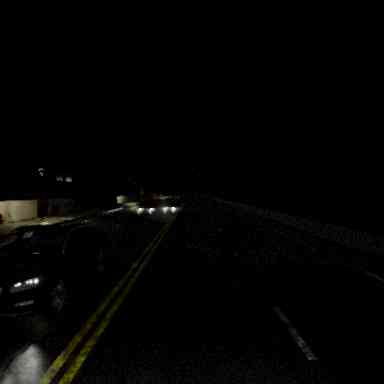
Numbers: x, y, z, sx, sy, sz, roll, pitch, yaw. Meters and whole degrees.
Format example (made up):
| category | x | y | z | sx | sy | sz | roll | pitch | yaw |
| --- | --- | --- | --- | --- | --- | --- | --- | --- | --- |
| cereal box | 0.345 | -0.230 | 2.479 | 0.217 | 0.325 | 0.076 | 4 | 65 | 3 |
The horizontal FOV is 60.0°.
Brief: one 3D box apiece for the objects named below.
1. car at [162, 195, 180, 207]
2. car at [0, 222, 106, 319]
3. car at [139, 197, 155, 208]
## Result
| category | x | y | z | sx | sy | sz | roll | pitch | yaw |
| --- | --- | --- | --- | --- | --- | --- | --- | --- | --- |
| car | -3.314 | 1.541 | 49.858 | 1.994 | 1.385 | 4.181 | 0 | 0 | 0 |
| car | -3.350 | 1.490 | 7.613 | 2.128 | 1.511 | 4.902 | 0 | 0 | 0 |
| car | -6.569 | 1.456 | 48.584 | 1.882 | 1.535 | 5.008 | 0 | 0 | 0 |
